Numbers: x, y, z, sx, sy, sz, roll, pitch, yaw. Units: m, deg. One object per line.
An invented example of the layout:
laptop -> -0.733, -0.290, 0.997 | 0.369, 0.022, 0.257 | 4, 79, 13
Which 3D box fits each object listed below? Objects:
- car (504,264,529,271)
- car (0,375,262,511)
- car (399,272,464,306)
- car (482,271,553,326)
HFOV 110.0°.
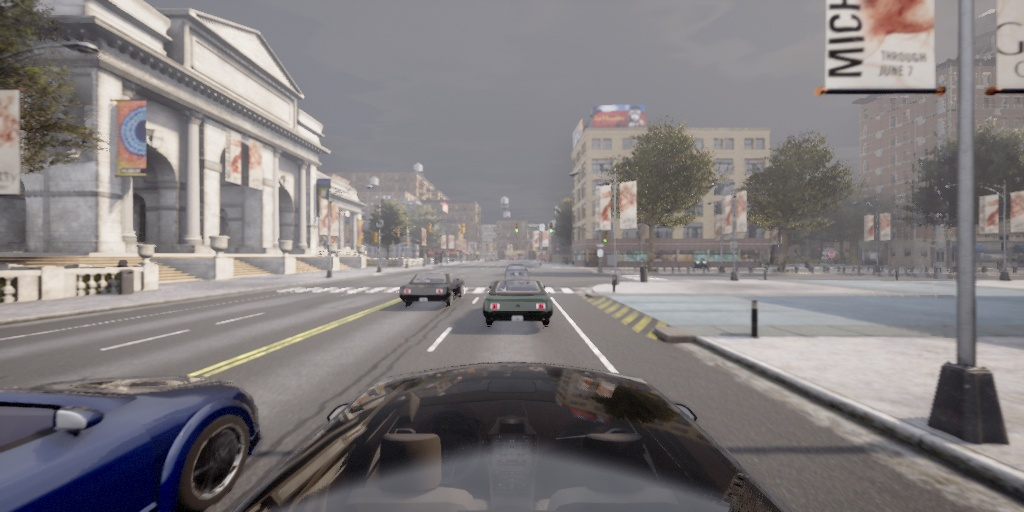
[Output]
car -> 0.336, 1.300, 27.493 | 2.033, 1.411, 5.357 | 0, 0, 1
car -> -3.349, 1.314, 1.659 | 1.994, 1.385, 4.181 | 0, 0, 0
car -> -3.289, 1.352, 15.662 | 1.895, 1.301, 4.718 | 0, 0, 1
car -> 0.174, 1.352, 11.630 | 1.895, 1.301, 4.718 | 0, 0, 1
